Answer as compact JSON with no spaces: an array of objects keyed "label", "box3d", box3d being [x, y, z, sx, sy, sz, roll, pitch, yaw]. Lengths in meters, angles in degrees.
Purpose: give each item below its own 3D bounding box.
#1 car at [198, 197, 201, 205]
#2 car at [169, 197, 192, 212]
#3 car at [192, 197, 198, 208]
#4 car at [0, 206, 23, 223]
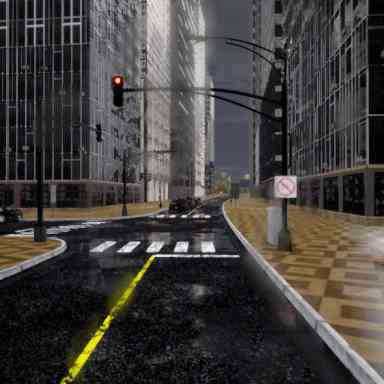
[{"label":"car","box3d":[0.529,1.500,58.620,1.994,1.385,4.181,0,0,7]},{"label":"car","box3d":[-1.486,1.450,38.637,1.882,1.535,5.008,0,0,5]},{"label":"car","box3d":[-0.604,1.461,48.445,1.837,1.490,4.892,0,0,6]},{"label":"car","box3d":[-16.520,1.854,28.032,4.403,1.369,2.008,-1,1,10]}]
